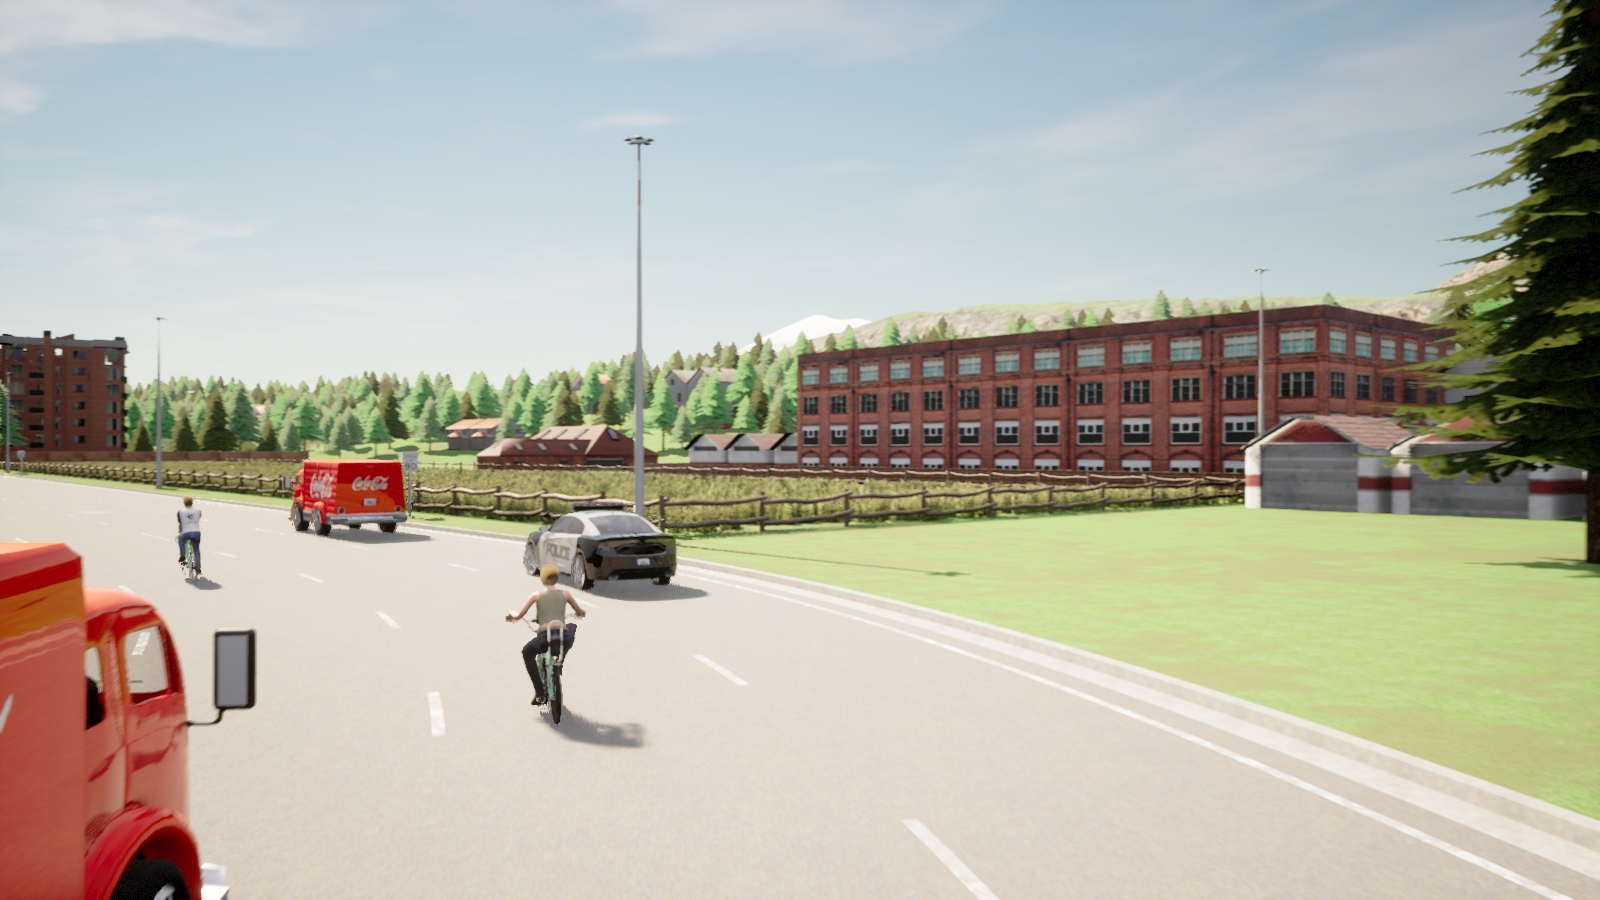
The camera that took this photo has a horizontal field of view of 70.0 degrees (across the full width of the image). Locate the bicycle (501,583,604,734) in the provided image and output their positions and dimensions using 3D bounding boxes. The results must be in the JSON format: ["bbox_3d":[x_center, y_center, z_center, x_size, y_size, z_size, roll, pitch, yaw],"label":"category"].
[{"bbox_3d":[-2.648,2.154,12.098,0.859,1.276,1.487,-1,0,-20],"label":"bicycle"}]

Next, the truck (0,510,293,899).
[{"bbox_3d":[-3.728,1.569,3.585,2.627,2.467,5.204,0,0,-9],"label":"truck"}]

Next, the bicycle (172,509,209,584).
[{"bbox_3d":[-13.099,2.051,24.552,0.373,1.496,1.643,-3,1,-37],"label":"bicycle"}]

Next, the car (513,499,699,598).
[{"bbox_3d":[-4.273,1.976,24.326,2.097,1.638,5.238,0,0,-31],"label":"car"}]

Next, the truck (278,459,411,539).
[{"bbox_3d":[-15.512,1.560,38.766,2.627,2.467,5.204,0,0,-41],"label":"truck"}]
